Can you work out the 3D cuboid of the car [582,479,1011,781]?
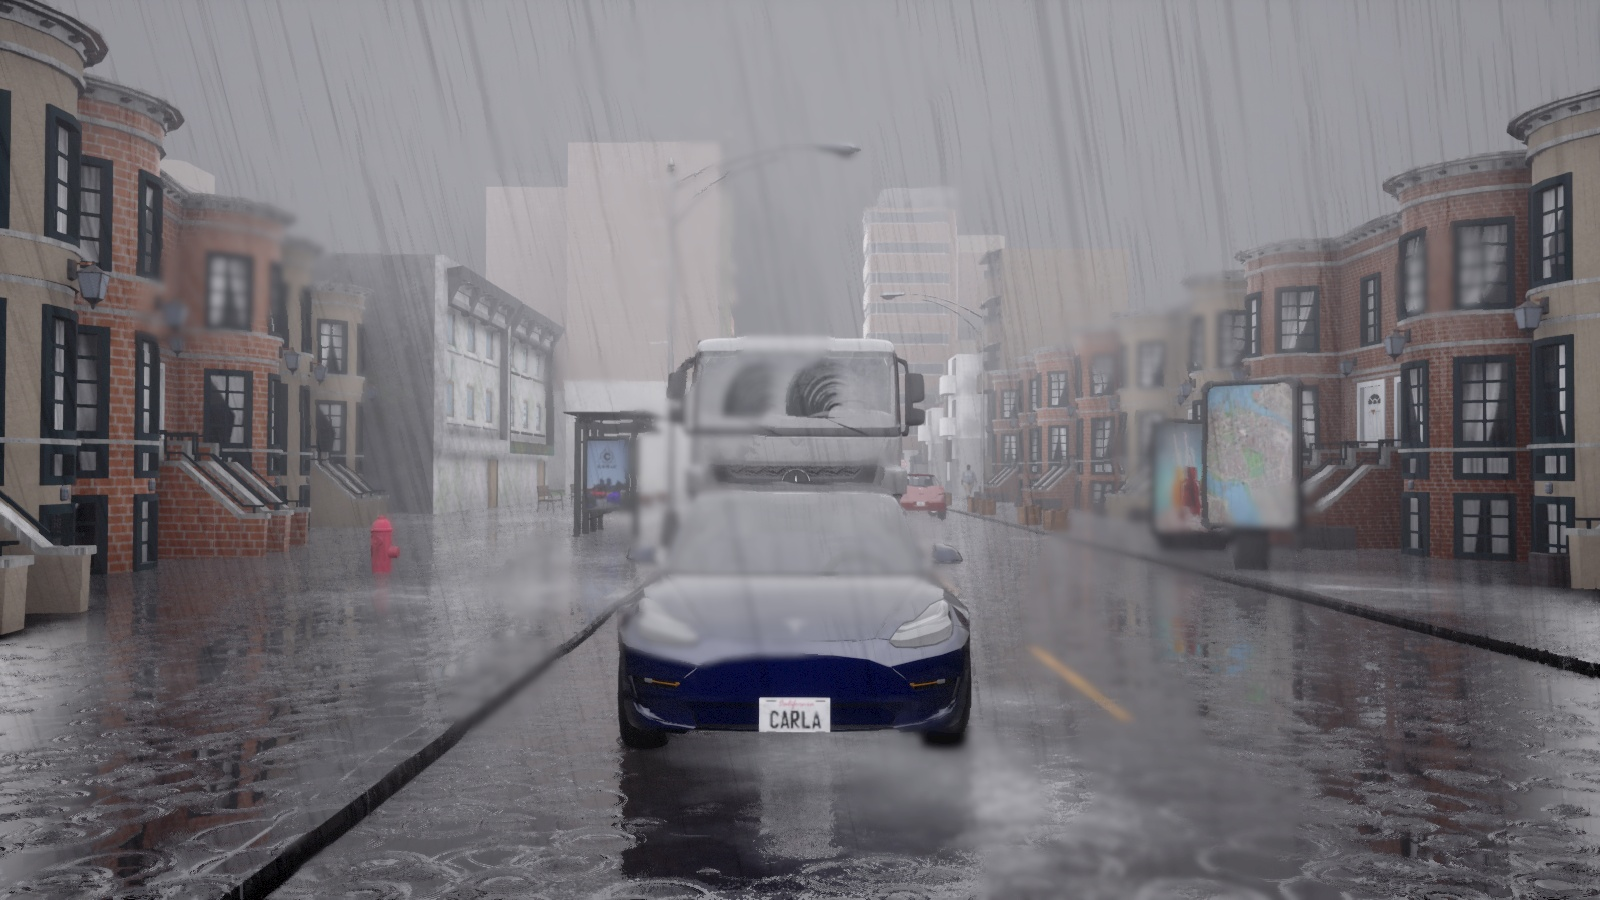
[{"bbox_3d":[-0.024,0.961,8.751,2.163,1.488,4.792,0,-1,0],"label":"car"}]

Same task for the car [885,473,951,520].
[{"bbox_3d":[3.888,1.517,42.026,1.845,1.501,3.633,0,-1,0],"label":"car"}]

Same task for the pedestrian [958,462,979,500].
[{"bbox_3d":[8.394,1.539,62.566,0.874,1.855,0.900,0,-1,0],"label":"pedestrian"}]

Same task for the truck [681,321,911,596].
[{"bbox_3d":[-0.057,0.165,19.824,2.891,3.462,7.936,0,-1,0],"label":"truck"}]
